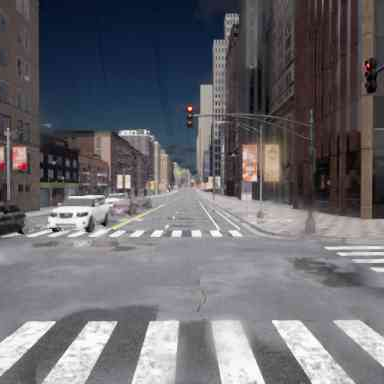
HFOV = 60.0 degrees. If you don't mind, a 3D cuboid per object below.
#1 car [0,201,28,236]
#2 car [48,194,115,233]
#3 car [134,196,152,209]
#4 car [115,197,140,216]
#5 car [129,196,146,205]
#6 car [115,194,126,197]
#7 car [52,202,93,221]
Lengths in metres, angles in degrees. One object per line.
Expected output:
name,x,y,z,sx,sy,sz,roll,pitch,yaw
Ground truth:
car,-9.847,1.351,15.935,2.097,1.767,4.553,0,0,0
car,-6.588,1.225,20.111,2.150,2.045,5.566,0,0,0
car,-6.581,1.510,45.388,1.837,1.490,4.892,0,0,0
car,-6.596,1.530,32.371,1.812,1.442,4.674,0,0,0
car,-9.742,1.496,59.922,2.128,1.511,4.902,0,0,0
car,-9.836,1.227,42.853,2.150,2.045,5.566,0,0,0
car,-9.845,1.568,27.756,1.994,1.385,4.181,0,0,0
